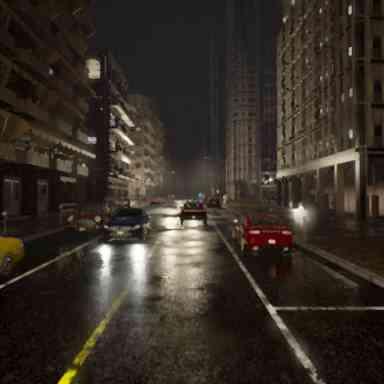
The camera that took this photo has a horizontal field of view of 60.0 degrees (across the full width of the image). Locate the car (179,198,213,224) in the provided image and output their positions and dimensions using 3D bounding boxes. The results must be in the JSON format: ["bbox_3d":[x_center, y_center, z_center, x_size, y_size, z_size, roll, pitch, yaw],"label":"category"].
[{"bbox_3d":[0.109,1.447,24.102,2.128,1.511,4.902,0,0,0],"label":"car"}]

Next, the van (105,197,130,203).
[{"bbox_3d":[-5.661,1.296,24.872,1.690,1.788,3.998,1,0,0],"label":"van"}]

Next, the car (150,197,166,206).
[{"bbox_3d":[-5.655,1.502,53.358,1.802,1.307,4.206,1,0,0],"label":"car"}]

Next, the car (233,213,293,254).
[{"bbox_3d":[2.677,1.519,13.353,1.887,1.381,4.507,1,0,0],"label":"car"}]

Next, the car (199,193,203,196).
[{"bbox_3d":[2.697,1.235,53.242,2.192,1.841,5.009,1,0,0],"label":"car"}]

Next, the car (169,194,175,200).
[{"bbox_3d":[-5.637,1.356,91.447,1.967,1.590,4.097,1,0,0],"label":"car"}]

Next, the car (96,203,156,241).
[{"bbox_3d":[-3.089,1.494,16.628,1.812,1.442,4.674,0,0,0],"label":"car"}]

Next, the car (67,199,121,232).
[{"bbox_3d":[-5.665,1.404,19.173,1.967,1.590,4.097,1,0,0],"label":"car"}]

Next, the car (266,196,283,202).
[{"bbox_3d":[17.952,1.503,70.600,4.403,1.369,2.008,0,-1,0],"label":"car"}]

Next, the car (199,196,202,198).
[{"bbox_3d":[0.117,1.531,42.053,1.895,1.301,4.718,0,0,0],"label":"car"}]

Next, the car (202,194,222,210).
[{"bbox_3d":[2.690,1.371,41.844,1.967,1.590,4.097,1,0,0],"label":"car"}]

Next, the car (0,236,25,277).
[{"bbox_3d":[-5.672,1.510,7.609,1.752,1.417,4.829,1,0,0],"label":"car"}]
